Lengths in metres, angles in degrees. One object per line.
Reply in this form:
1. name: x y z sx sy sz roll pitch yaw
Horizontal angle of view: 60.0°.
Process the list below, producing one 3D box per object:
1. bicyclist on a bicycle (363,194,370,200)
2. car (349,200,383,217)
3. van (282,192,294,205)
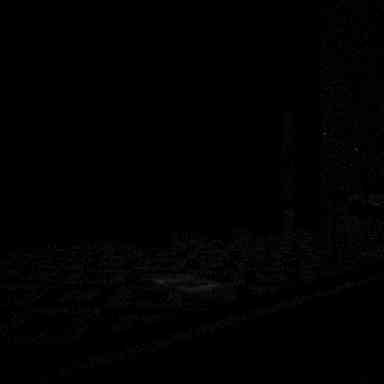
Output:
1. bicyclist on a bicycle: 20.878 1.030 39.656 1.656 1.620 0.582 0 1 -36
2. car: 14.856 1.366 28.326 2.008 1.369 4.403 1 0 -36
3. van: 12.289 0.930 46.600 1.690 1.788 3.998 1 0 -36
